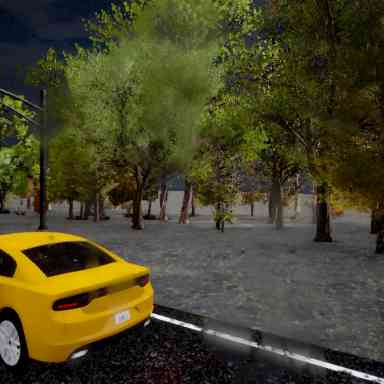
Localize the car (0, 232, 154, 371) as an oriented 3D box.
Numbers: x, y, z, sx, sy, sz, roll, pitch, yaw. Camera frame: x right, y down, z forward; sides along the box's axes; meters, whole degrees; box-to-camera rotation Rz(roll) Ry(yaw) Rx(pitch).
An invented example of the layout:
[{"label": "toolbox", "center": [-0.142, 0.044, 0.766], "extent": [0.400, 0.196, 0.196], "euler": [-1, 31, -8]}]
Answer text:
[{"label": "car", "center": [-2.922, 1.444, 5.765], "extent": [5.008, 1.535, 1.882], "euler": [1, 0, 35]}]
